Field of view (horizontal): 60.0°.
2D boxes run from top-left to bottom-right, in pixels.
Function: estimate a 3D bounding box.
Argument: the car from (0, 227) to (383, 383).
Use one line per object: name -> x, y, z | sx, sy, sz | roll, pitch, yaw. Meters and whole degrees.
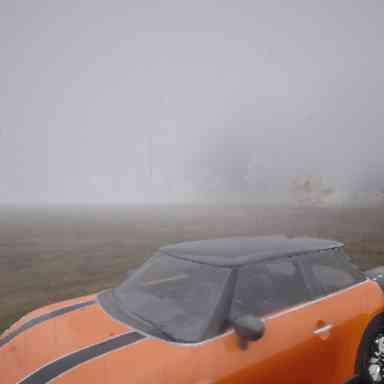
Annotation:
car -> 0.212, 1.359, 3.614 | 4.553, 1.767, 2.097 | 0, 0, -36
